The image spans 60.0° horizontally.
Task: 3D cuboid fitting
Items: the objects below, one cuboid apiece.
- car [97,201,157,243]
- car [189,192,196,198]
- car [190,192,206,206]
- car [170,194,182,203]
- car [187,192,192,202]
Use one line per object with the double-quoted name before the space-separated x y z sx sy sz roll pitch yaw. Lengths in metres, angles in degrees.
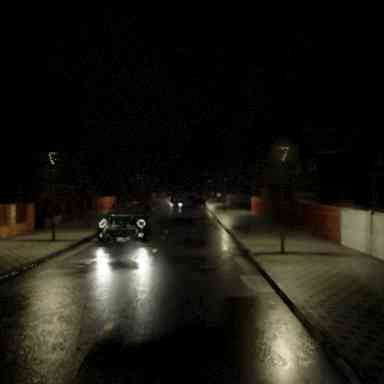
"car" -2.844 1.263 15.420 2.097 1.767 4.553 0 0 0
"car" 0.037 0.761 85.972 1.812 1.442 4.674 0 0 0
"car" 0.982 1.185 47.436 1.882 1.535 5.008 0 0 0
"car" -2.772 1.161 57.667 1.812 1.442 4.674 0 1 1
"car" 0.028 1.055 65.485 1.882 1.535 5.008 0 0 0
